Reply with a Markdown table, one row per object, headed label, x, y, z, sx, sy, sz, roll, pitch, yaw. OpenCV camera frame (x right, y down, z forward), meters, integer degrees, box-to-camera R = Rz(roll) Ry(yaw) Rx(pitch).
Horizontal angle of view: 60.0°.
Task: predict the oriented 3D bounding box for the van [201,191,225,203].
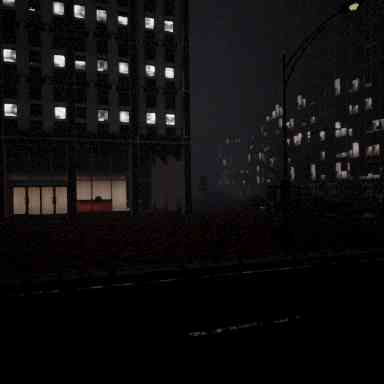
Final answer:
| label | x | y | z | sx | sy | sz | roll | pitch | yaw |
| --- | --- | --- | --- | --- | --- | --- | --- | --- | --- |
| van | 3.519 | 0.952 | 56.079 | 1.690 | 1.788 | 3.998 | 0 | 1 | -20 |

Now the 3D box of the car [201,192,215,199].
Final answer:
| label | x | y | z | sx | sy | sz | roll | pitch | yaw |
| --- | --- | --- | --- | --- | --- | --- | --- | --- | --- |
| car | 3.739 | 0.706 | 80.307 | 1.967 | 1.590 | 4.097 | 0 | 1 | -20 |

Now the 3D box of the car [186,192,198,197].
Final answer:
| label | x | y | z | sx | sy | sz | roll | pitch | yaw |
| --- | --- | --- | --- | --- | --- | --- | --- | --- | --- |
| car | -0.095 | 0.710 | 91.009 | 2.008 | 1.369 | 4.403 | 0 | 1 | -20 |

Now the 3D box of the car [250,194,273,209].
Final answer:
| label | x | y | z | sx | sy | sz | roll | pitch | yaw |
| --- | --- | --- | --- | --- | --- | --- | --- | --- | --- |
| car | 9.221 | 1.332 | 40.014 | 1.947 | 1.339 | 4.313 | 0 | 1 | -20 |

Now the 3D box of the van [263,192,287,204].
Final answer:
| label | x | y | z | sx | sy | sz | roll | pitch | yaw |
| --- | --- | --- | --- | --- | --- | --- | --- | --- | --- |
| van | 13.324 | 0.871 | 53.554 | 1.690 | 1.788 | 3.998 | 0 | 1 | -20 |

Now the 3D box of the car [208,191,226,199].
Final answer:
| label | x | y | z | sx | sy | sz | roll | pitch | yaw |
| --- | --- | --- | --- | --- | --- | --- | --- | --- | --- |
| car | 5.656 | 0.634 | 74.955 | 2.192 | 1.841 | 5.009 | 0 | 1 | -20 |

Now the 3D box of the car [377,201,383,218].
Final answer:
| label | x | y | z | sx | sy | sz | roll | pitch | yaw |
| --- | --- | --- | --- | --- | --- | --- | --- | --- | --- |
| car | 16.988 | 1.218 | 26.042 | 2.097 | 1.767 | 4.553 | -1 | 1 | -19 |

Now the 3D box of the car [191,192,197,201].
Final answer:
| label | x | y | z | sx | sy | sz | roll | pitch | yaw |
| --- | --- | --- | --- | --- | --- | --- | --- | --- | --- |
| car | -0.315 | 1.056 | 66.782 | 2.008 | 1.369 | 4.403 | 0 | 1 | -20 |

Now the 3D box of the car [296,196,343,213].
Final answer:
| label | x | y | z | sx | sy | sz | roll | pitch | yaw |
| --- | --- | --- | --- | --- | --- | --- | --- | --- | --- |
| car | 13.556 | 1.251 | 35.721 | 1.882 | 1.535 | 5.008 | -1 | 1 | -19 |

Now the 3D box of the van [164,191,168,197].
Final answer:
| label | x | y | z | sx | sy | sz | roll | pitch | yaw |
| --- | --- | --- | --- | --- | --- | --- | --- | --- | --- |
| van | -6.067 | 0.686 | 82.831 | 1.690 | 1.788 | 3.998 | 0 | 1 | -20 |

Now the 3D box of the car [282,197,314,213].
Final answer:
| label | x | y | z | sx | sy | sz | roll | pitch | yaw |
| --- | --- | --- | --- | --- | --- | --- | --- | --- | --- |
| car | 11.083 | 1.400 | 34.644 | 1.802 | 1.307 | 4.206 | 0 | 1 | -20 |

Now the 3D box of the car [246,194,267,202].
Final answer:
| label | x | y | z | sx | sy | sz | roll | pitch | yaw |
| --- | --- | --- | --- | --- | --- | --- | --- | --- | --- |
| car | 11.409 | 1.060 | 58.907 | 1.802 | 1.307 | 4.206 | 0 | 1 | -20 |

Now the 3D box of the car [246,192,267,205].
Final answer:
| label | x | y | z | sx | sy | sz | roll | pitch | yaw |
| --- | --- | --- | --- | --- | --- | --- | --- | --- | --- |
| car | 9.495 | 1.143 | 47.098 | 1.882 | 1.535 | 5.008 | -1 | 1 | -20 |

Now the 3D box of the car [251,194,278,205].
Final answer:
| label | x | y | z | sx | sy | sz | roll | pitch | yaw |
| --- | --- | --- | --- | --- | --- | --- | --- | --- | --- |
| car | 11.211 | 1.105 | 51.758 | 1.812 | 1.442 | 4.674 | -1 | 1 | -20 |

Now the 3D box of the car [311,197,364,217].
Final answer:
| label | x | y | z | sx | sy | sz | roll | pitch | yaw |
| --- | --- | --- | --- | --- | --- | --- | --- | --- | --- |
| car | 12.984 | 1.435 | 29.286 | 1.947 | 1.339 | 4.313 | 0 | 1 | -20 |

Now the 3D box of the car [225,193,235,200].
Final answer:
| label | x | y | z | sx | sy | sz | roll | pitch | yaw |
| --- | --- | --- | --- | --- | --- | --- | --- | --- | --- |
| car | 7.574 | 0.954 | 69.608 | 1.802 | 1.307 | 4.206 | 0 | 1 | -20 |
